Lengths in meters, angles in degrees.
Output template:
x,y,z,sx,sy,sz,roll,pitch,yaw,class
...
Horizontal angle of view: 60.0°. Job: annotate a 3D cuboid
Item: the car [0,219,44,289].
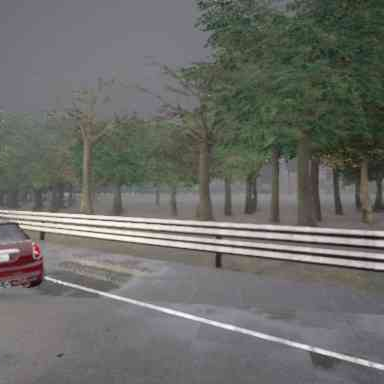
x,y,z,sx,sy,sz,roll,pitch,yaw,class
-5.680,1.426,8.230,4.553,1.767,2.097,-1,0,37,car
